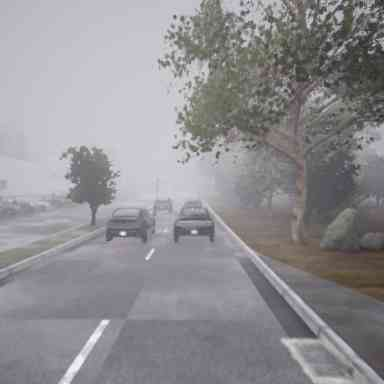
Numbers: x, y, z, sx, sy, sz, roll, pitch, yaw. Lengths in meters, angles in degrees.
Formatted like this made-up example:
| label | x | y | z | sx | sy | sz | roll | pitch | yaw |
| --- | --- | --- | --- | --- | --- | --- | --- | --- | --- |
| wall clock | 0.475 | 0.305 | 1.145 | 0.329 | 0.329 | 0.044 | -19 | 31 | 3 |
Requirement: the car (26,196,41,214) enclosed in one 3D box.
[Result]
| label | x | y | z | sx | sy | sz | roll | pitch | yaw |
| --- | --- | --- | --- | --- | --- | --- | --- | --- | --- |
| car | -16.862 | 1.198 | 30.865 | 4.553 | 1.767 | 2.185 | -1 | 1 | -20 |

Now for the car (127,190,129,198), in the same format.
| label | x | y | z | sx | sy | sz | roll | pitch | yaw |
| --- | --- | --- | --- | --- | --- | --- | --- | --- | --- |
| car | -16.836 | 0.823 | 72.870 | 4.792 | 1.488 | 2.163 | -1 | 1 | -20 |

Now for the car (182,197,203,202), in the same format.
| label | x | y | z | sx | sy | sz | roll | pitch | yaw |
| --- | --- | --- | --- | --- | --- | --- | --- | --- | --- |
| car | 0.093 | 1.285 | 34.553 | 1.837 | 1.490 | 4.892 | 0 | 1 | 0 |

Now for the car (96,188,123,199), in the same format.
| label | x | y | z | sx | sy | sz | roll | pitch | yaw |
| --- | --- | --- | --- | --- | --- | --- | --- | --- | --- |
| car | -16.847 | 0.719 | 66.874 | 4.553 | 1.767 | 2.185 | -1 | 0 | -20 |

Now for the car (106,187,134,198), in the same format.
| label | x | y | z | sx | sy | sz | roll | pitch | yaw |
| --- | --- | --- | --- | --- | --- | --- | --- | --- | --- |
| car | -16.837 | 0.518 | 75.871 | 5.566 | 2.045 | 2.435 | -1 | 1 | -20 |

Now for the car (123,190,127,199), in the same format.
| label | x | y | z | sx | sy | sz | roll | pitch | yaw |
| --- | --- | --- | --- | --- | --- | --- | --- | --- | --- |
| car | -16.820 | 0.819 | 69.886 | 4.892 | 1.521 | 2.231 | -1 | 0 | -20 |

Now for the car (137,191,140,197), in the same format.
| label | x | y | z | sx | sy | sz | roll | pitch | yaw |
| --- | --- | --- | --- | --- | --- | --- | --- | --- | --- |
| car | -16.811 | 0.449 | 84.885 | 5.566 | 2.045 | 2.435 | -1 | 1 | -20 |

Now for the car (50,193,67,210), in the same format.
| label | x | y | z | sx | sy | sz | roll | pitch | yaw |
| --- | --- | --- | --- | --- | --- | --- | --- | --- | --- |
| car | -16.820 | 1.237 | 36.877 | 5.008 | 1.535 | 2.097 | -1 | 1 | -20 |

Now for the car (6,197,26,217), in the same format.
| label | x | y | z | sx | sy | sz | roll | pitch | yaw |
| --- | --- | --- | --- | --- | --- | --- | --- | --- | --- |
| car | -16.834 | 1.404 | 27.878 | 4.674 | 1.452 | 2.002 | -1 | 0 | -20 |

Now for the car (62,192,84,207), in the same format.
| label | x | y | z | sx | sy | sz | roll | pitch | yaw |
| --- | --- | --- | --- | --- | --- | --- | --- | --- | --- |
| car | -16.798 | 1.171 | 42.893 | 4.792 | 1.488 | 2.163 | -1 | 1 | -20 |

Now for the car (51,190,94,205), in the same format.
| label | x | y | z | sx | sy | sz | roll | pitch | yaw |
| --- | --- | --- | --- | --- | --- | --- | --- | --- | --- |
| car | -16.802 | 0.846 | 45.892 | 5.566 | 2.045 | 2.435 | -1 | 1 | -20 |

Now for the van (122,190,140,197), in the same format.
| label | x | y | z | sx | sy | sz | roll | pitch | yaw |
| --- | --- | --- | --- | --- | --- | --- | --- | --- | --- |
| van | -16.624 | 0.427 | 90.957 | 4.442 | 1.987 | 1.878 | -1 | 0 | -19 |

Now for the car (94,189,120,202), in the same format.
| label | x | y | z | sx | sy | sz | roll | pitch | yaw |
| --- | --- | --- | --- | --- | --- | --- | --- | --- | --- |
| car | -16.786 | 0.747 | 63.889 | 4.553 | 1.767 | 2.185 | -1 | 1 | -20 |

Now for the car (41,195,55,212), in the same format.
| label | x | y | z | sx | sy | sz | roll | pitch | yaw |
| --- | --- | --- | --- | --- | --- | --- | --- | --- | --- |
| car | -16.831 | 1.321 | 33.877 | 4.674 | 1.452 | 2.002 | -1 | 1 | -20 |

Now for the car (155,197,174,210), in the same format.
| label | x | y | z | sx | sy | sz | roll | pitch | yaw |
| --- | --- | --- | --- | --- | --- | --- | --- | --- | --- |
| car | -2.907 | 1.273 | 34.464 | 2.128 | 1.511 | 4.902 | 0 | 1 | 0 |

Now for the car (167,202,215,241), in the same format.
| label | x | y | z | sx | sy | sz | roll | pitch | yaw |
| --- | --- | --- | --- | --- | --- | --- | --- | --- | --- |
| car | 0.097 | 1.461 | 16.472 | 2.128 | 1.511 | 4.902 | 0 | 0 | 0 |

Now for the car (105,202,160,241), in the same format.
| label | x | y | z | sx | sy | sz | roll | pitch | yaw |
| --- | --- | --- | --- | --- | --- | --- | --- | --- | --- |
| car | -2.903 | 1.475 | 16.419 | 1.837 | 1.490 | 4.892 | 0 | 0 | 0 |

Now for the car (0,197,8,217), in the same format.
| label | x | y | z | sx | sy | sz | roll | pitch | yaw |
| --- | --- | --- | --- | --- | --- | --- | --- | --- | --- |
| car | -16.858 | 1.424 | 24.853 | 4.792 | 1.488 | 2.163 | -1 | 1 | -20 |

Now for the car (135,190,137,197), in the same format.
| label | x | y | z | sx | sy | sz | roll | pitch | yaw |
| --- | --- | --- | --- | --- | --- | --- | --- | --- | --- |
| car | -16.789 | 0.763 | 81.891 | 4.674 | 1.452 | 2.002 | -1 | 1 | -20 |

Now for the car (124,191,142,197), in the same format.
| label | x | y | z | sx | sy | sz | roll | pitch | yaw |
| --- | --- | --- | --- | --- | --- | --- | --- | --- | --- |
| car | -16.650 | 0.506 | 93.936 | 4.553 | 1.767 | 2.185 | -1 | 1 | -19 |
